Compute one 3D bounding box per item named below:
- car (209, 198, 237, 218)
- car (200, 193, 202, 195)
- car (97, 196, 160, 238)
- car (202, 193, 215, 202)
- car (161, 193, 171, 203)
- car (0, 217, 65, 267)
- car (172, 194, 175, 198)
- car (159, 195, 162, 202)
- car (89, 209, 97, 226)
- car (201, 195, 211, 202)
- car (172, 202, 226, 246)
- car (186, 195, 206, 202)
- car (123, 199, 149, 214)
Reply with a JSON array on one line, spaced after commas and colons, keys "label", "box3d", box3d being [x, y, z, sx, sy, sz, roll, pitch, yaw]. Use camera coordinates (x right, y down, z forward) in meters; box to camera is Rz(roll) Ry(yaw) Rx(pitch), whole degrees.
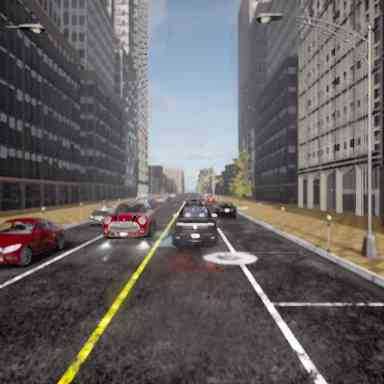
[{"label": "car", "box3d": [2.761, 1.464, 28.249, 1.947, 1.339, 4.313, 0, 0, 0]}, {"label": "car", "box3d": [2.848, 1.344, 62.400, 1.802, 1.307, 4.206, 0, 0, 0]}, {"label": "car", "box3d": [-3.052, 1.289, 17.094, 2.097, 1.767, 4.553, 0, 0, 0]}, {"label": "car", "box3d": [2.820, 1.249, 51.015, 1.967, 1.590, 4.097, 0, 0, 0]}, {"label": "car", "box3d": [-5.532, 1.198, 62.434, 1.967, 1.590, 4.097, 0, 0, 0]}, {"label": "car", "box3d": [-5.662, 1.539, 11.205, 1.802, 1.307, 4.206, 0, 0, 0]}, {"label": "car", "box3d": [-5.504, 1.275, 73.820, 1.947, 1.339, 4.313, 0, 0, 0]}, {"label": "car", "box3d": [-5.576, 1.410, 45.360, 1.802, 1.307, 4.206, 0, 0, 0]}, {"label": "car", "box3d": [-5.634, 1.466, 22.590, 2.008, 1.369, 4.403, 0, 0, 0]}, {"label": "car", "box3d": [2.863, 1.263, 68.262, 1.752, 1.417, 4.829, 0, 0, 0]}, {"label": "car", "box3d": [0.135, 1.438, 14.999, 2.128, 1.511, 4.902, 0, 0, 0]}, {"label": "car", "box3d": [0.179, 1.385, 32.738, 1.837, 1.490, 4.892, 0, 0, 0]}, {"label": "car", "box3d": [-5.605, 1.417, 33.975, 1.887, 1.381, 4.507, 0, 0, 0]}]
